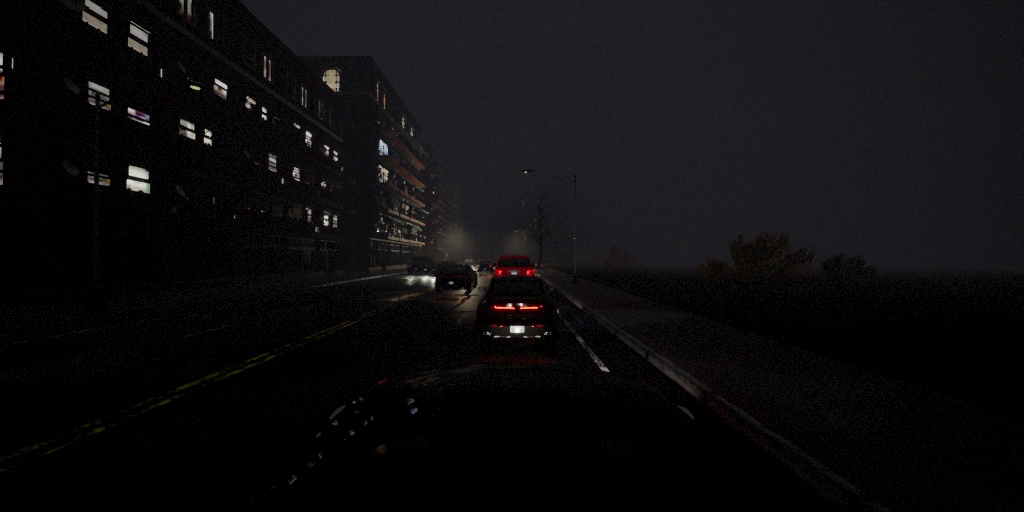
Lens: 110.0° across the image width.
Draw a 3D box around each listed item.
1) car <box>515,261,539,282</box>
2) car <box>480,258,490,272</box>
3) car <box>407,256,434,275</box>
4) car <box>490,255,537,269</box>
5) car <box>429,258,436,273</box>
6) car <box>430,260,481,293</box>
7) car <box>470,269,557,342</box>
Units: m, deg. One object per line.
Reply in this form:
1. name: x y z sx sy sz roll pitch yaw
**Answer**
1. car: 1.162 1.209 30.516 1.801 1.575 5.366 0 0 0
2. car: -3.117 1.280 43.193 1.812 1.442 4.674 0 0 0
3. car: -9.820 0.975 39.514 2.150 2.045 5.566 0 0 0
4. car: 0.115 0.975 20.109 2.150 2.045 5.566 0 0 0
5. car: -6.573 1.231 35.955 1.882 1.535 5.008 0 0 0
6. car: -3.132 1.231 20.969 1.882 1.535 5.008 0 0 0
7. car: 0.108 1.256 9.761 1.837 1.490 4.892 0 0 0
